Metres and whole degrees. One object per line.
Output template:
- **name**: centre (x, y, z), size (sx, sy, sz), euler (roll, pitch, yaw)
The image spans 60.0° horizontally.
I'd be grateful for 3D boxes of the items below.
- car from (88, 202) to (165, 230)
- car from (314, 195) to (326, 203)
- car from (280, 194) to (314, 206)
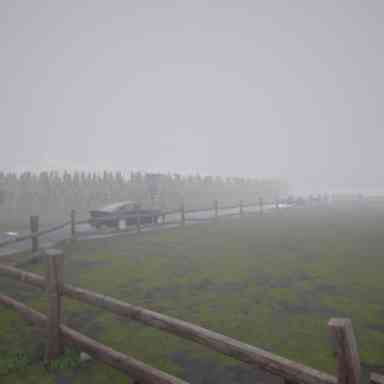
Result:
- **car**: centre (-3.602, 1.294, 19.229), size (1.882, 1.535, 5.008), euler (-1, 0, 35)
- **car**: centre (19.737, 1.059, 52.001), size (1.895, 1.301, 4.718), euler (-1, 0, 35)
- **car**: centre (13.794, 1.041, 43.572), size (2.128, 1.511, 4.902), euler (-1, 0, 36)
